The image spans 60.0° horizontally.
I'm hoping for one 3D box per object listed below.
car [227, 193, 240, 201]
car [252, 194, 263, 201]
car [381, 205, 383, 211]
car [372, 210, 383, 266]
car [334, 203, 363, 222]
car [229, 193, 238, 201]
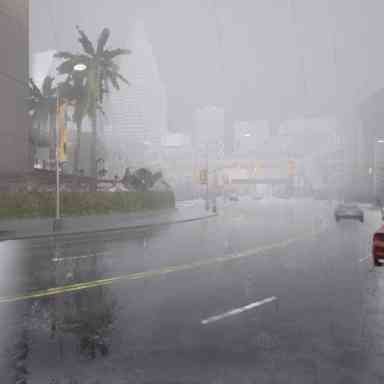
[{"bbox_3d":[10.165,1.419,80.938,2.097,1.535,5.008,0,0,7],"label":"car"},{"bbox_3d":[17.306,1.416,86.688,1.882,1.535,5.008,0,0,7],"label":"car"},{"bbox_3d":[15.318,1.341,24.406,2.097,1.767,4.553,0,0,22],"label":"car"},{"bbox_3d":[7.296,1.473,10.728,1.882,1.535,5.008,0,0,41],"label":"car"},{"bbox_3d":[12.494,1.549,26.699,1.994,1.385,4.181,0,0,22],"label":"car"},{"bbox_3d":[10.797,1.289,87.333,2.185,1.767,4.553,0,0,7],"label":"car"}]
